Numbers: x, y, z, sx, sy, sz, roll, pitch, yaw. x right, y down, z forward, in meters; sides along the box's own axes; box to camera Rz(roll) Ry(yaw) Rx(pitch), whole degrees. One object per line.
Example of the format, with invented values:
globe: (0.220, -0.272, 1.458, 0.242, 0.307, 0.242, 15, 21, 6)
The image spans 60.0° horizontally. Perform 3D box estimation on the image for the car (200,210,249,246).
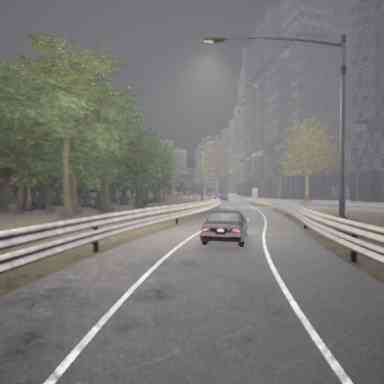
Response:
car: (1.618, 1.554, 15.504, 2.033, 1.411, 5.357, 0, 0, 11)

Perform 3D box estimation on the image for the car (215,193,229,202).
car: (6.886, 1.175, 76.528, 2.150, 2.045, 5.566, 0, 0, -7)
